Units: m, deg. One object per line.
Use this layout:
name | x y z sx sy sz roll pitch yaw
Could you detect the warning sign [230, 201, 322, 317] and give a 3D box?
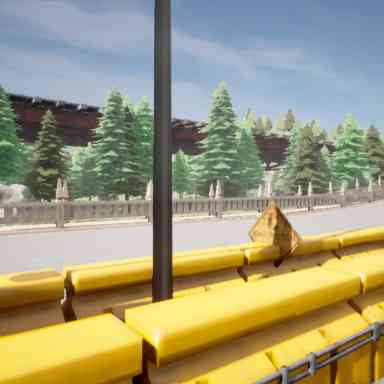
warning sign | 1.547 1.112 6.262 1.060 1.860 1.300 0 0 -36
